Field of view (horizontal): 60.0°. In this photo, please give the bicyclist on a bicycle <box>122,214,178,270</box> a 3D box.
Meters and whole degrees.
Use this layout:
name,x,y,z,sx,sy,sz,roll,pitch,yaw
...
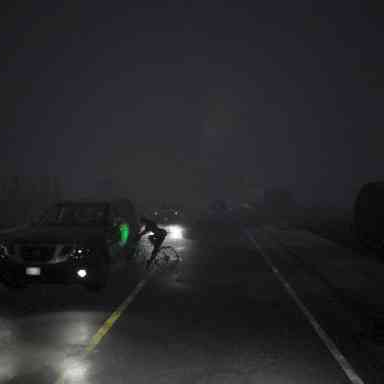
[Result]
name,x,y,z,sx,sy,sz,roll,pitch,yaw
bicyclist on a bicycle,-1.226,1.453,9.589,1.656,1.620,0.582,-2,0,4

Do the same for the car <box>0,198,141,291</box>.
name,x,y,z,sx,sy,sz,roll,pitch,yaw
car,-2.970,1.219,9.423,2.150,2.045,5.566,0,0,4

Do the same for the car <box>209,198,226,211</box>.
name,x,y,z,sx,sy,sz,roll,pitch,yaw
car,3.125,1.564,40.043,1.994,1.385,4.181,0,0,5

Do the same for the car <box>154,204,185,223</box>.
name,x,y,z,sx,sy,sz,roll,pitch,yaw
car,-1.678,1.601,25.832,1.895,1.301,4.718,0,0,5

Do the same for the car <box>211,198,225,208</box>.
name,x,y,z,sx,sy,sz,roll,pitch,yaw
car,3.912,1.601,50.006,1.895,1.301,4.718,0,0,4
